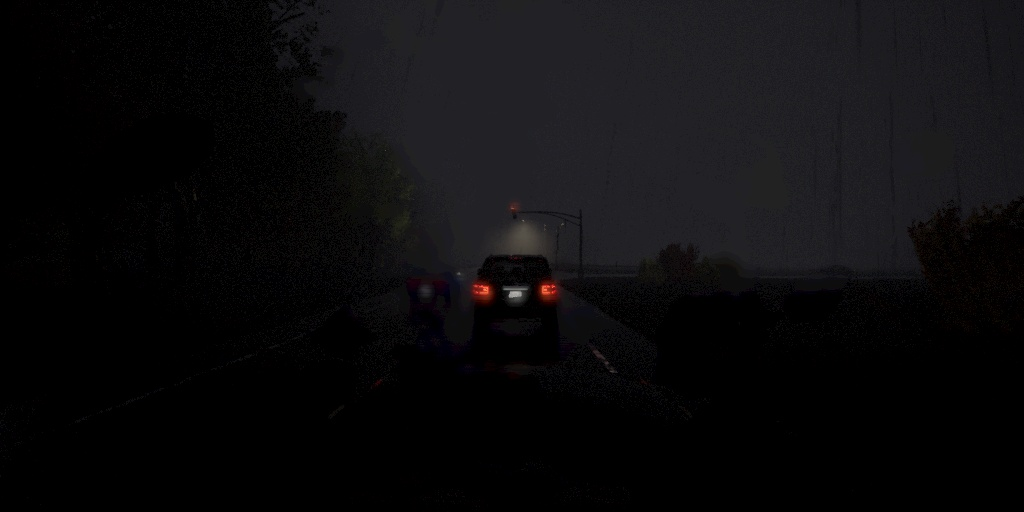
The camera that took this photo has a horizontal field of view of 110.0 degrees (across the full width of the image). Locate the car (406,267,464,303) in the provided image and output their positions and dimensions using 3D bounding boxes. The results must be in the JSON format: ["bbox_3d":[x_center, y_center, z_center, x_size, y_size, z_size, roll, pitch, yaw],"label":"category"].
[{"bbox_3d":[-3.399,1.231,16.612,1.882,1.535,5.008,0,0,0],"label":"car"}]

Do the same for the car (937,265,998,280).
[{"bbox_3d":[48.515,1.826,38.478,5.357,1.411,2.033,1,-1,0],"label":"car"}]

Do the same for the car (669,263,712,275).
[{"bbox_3d":[20.910,1.528,42.200,4.902,1.511,2.128,1,-1,0],"label":"car"}]

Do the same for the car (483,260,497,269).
[{"bbox_3d":[-3.402,1.322,55.726,1.994,1.385,4.181,0,0,0],"label":"car"}]

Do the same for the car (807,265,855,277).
[{"bbox_3d":[37.463,1.744,42.122,4.674,1.442,1.812,1,-1,0],"label":"car"}]

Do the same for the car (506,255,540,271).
[{"bbox_3d":[1.408,0.970,49.255,2.150,2.045,5.566,-1,0,-29],"label":"car"}]

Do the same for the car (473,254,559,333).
[{"bbox_3d":[0.101,0.974,10.882,2.150,2.045,5.566,0,0,0],"label":"car"}]
